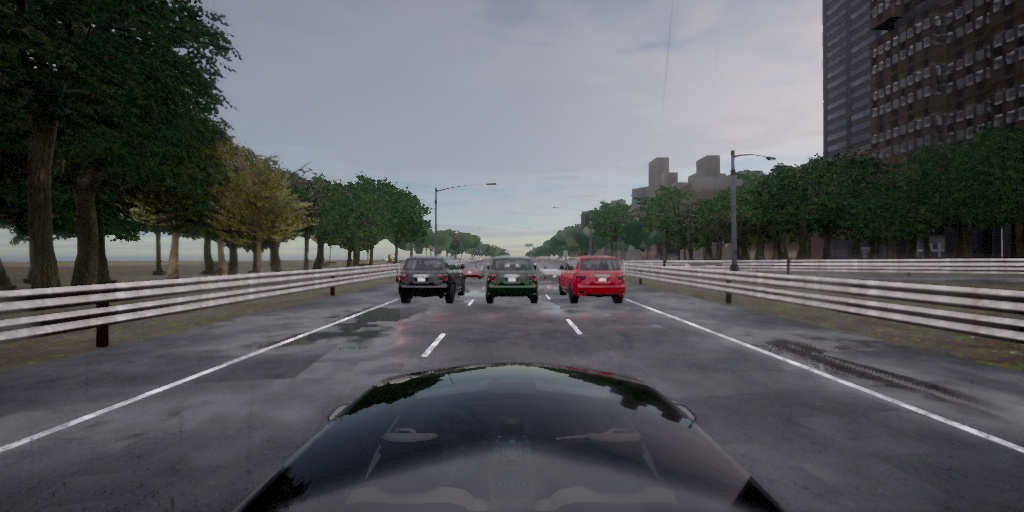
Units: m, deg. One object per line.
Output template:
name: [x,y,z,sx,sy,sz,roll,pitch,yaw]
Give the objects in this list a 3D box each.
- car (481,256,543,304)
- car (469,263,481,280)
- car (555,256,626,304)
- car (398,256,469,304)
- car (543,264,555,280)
car: [0.000,1.008,16.530,2.150,2.045,5.566,0,0,0]
car: [-3.500,1.319,31.500,1.994,1.385,4.181,0,0,0]
car: [3.499,1.008,16.531,2.150,2.045,5.566,0,0,0]
car: [-3.500,1.008,16.531,2.150,2.045,5.566,0,0,0]
car: [3.500,1.363,31.530,1.895,1.301,4.718,0,0,0]
